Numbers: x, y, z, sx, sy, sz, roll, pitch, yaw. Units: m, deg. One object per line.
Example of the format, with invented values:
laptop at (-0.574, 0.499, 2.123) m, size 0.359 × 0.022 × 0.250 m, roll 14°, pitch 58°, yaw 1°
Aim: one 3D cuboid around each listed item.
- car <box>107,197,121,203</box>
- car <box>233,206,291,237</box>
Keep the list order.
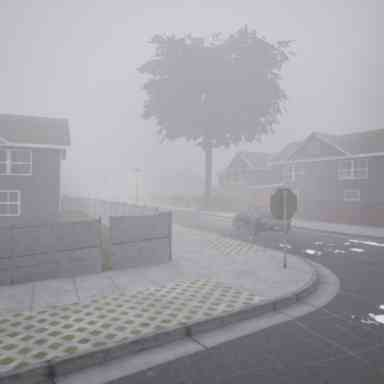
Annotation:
car at (-12.424, 1.518, 52.389) m, size 1.812 × 1.442 × 4.674 m, roll 0°, pitch 0°, yaw -23°
car at (3.694, 1.524, 18.307) m, size 2.128 × 1.511 × 4.902 m, roll 0°, pitch 0°, yaw -10°
